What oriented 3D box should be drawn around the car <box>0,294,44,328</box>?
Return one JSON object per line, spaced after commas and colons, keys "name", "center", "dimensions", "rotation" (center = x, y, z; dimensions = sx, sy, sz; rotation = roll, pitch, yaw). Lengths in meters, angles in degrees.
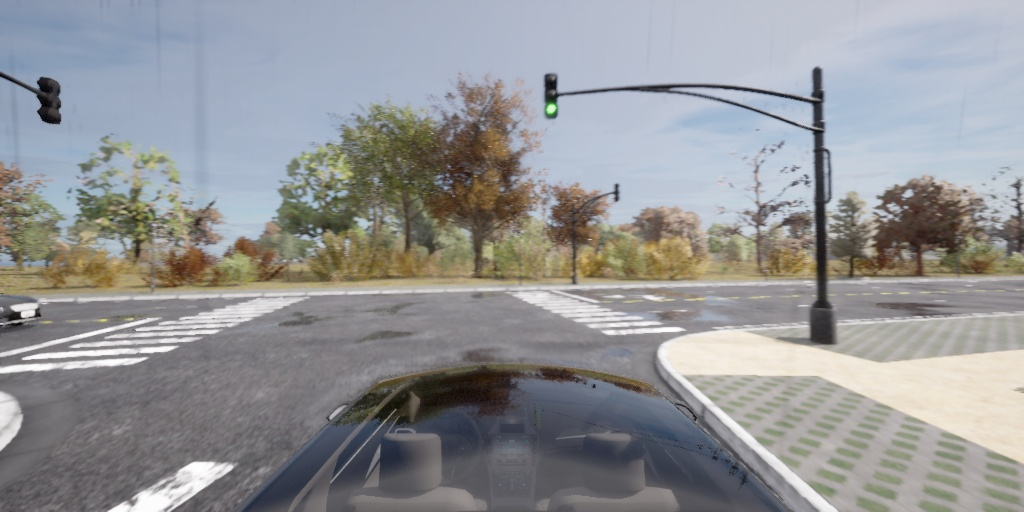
{"name": "car", "center": [-16.202, 1.390, 9.580], "dimensions": [4.902, 1.511, 2.128], "rotation": [0, -1, -16]}
